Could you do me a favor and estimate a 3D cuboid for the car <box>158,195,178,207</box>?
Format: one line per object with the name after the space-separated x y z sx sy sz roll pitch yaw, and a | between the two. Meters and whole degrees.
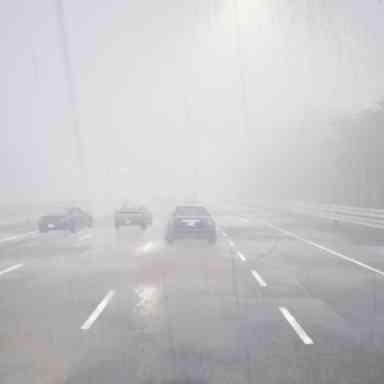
-3.704 1.539 51.936 2.033 1.411 5.357 0 0 0 | car

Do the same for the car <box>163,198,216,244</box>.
-0.050 1.337 15.899 2.097 1.767 4.553 0 0 0 | car

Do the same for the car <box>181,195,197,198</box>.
-0.163 1.462 42.945 1.882 1.535 5.008 0 0 0 | car

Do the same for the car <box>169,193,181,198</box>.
-3.778 1.477 69.946 1.882 1.535 5.008 0 0 0 | car

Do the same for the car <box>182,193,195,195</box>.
-0.233 1.210 58.996 2.150 2.045 5.566 0 0 0 | car

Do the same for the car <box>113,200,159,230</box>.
-3.570 1.480 20.968 2.128 1.511 4.902 0 0 0 | car

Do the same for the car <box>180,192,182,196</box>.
-3.846 1.365 85.941 2.097 1.767 4.553 0 0 0 | car

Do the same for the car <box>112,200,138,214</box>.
-7.135 1.594 35.969 1.895 1.301 4.718 0 0 0 | car

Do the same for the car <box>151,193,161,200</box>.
-7.275 1.226 69.012 2.150 2.045 5.566 0 0 0 | car

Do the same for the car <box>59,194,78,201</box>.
-24.773 1.494 68.588 2.033 1.411 5.357 0 0 0 | car

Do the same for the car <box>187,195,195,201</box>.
-0.350 1.558 86.972 1.994 1.385 4.181 0 0 0 | car

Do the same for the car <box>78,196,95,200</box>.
-21.272 1.544 68.572 1.895 1.301 4.718 0 0 0 | car

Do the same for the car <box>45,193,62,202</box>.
-28.273 1.184 68.543 2.150 2.045 5.566 0 0 0 | car

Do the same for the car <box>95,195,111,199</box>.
-17.773 1.468 68.617 2.128 1.511 4.902 0 0 0 | car

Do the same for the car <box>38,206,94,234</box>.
-7.062 1.521 18.962 1.812 1.442 4.674 0 0 0 | car
